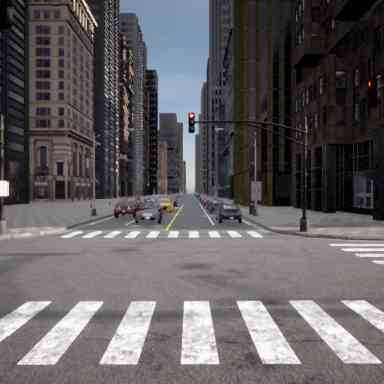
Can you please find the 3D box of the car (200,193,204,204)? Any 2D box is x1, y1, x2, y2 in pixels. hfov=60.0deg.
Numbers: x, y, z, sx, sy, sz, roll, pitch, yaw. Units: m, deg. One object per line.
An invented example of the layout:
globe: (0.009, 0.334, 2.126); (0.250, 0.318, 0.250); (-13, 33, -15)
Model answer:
car: (2.724, 1.449, 53.323); (1.967, 1.590, 4.097); (0, 0, 0)

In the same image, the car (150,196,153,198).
car: (-5.790, 1.444, 36.387); (1.967, 1.590, 4.097); (0, 0, 0)

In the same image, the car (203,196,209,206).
car: (2.732, 1.550, 42.042); (1.887, 1.381, 4.507); (0, 0, 0)

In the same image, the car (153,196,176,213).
car: (-3.124, 1.481, 37.050); (1.882, 1.535, 5.008); (0, 0, 0)

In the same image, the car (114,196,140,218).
car: (-5.786, 1.317, 30.746); (2.192, 1.841, 5.009); (0, 0, 0)

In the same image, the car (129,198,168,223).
car: (-3.169, 1.493, 25.188); (2.128, 1.511, 4.902); (0, 0, -3)

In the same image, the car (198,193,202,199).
car: (2.716, 1.456, 64.604); (1.967, 1.590, 4.097); (0, 0, 0)

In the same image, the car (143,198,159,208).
car: (-5.797, 1.589, 47.668); (1.802, 1.307, 4.206); (0, 0, 0)

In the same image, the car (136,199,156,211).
car: (-5.793, 1.571, 42.028); (1.947, 1.339, 4.313); (0, 0, 0)

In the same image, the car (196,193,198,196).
car: (2.701, 1.561, 87.337); (1.752, 1.417, 4.829); (0, 0, 0)

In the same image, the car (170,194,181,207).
car: (-3.107, 1.512, 50.358); (1.837, 1.490, 4.892); (0, 0, 0)

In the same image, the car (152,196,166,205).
car: (-5.805, 1.452, 58.949); (1.967, 1.590, 4.097); (0, 0, 0)

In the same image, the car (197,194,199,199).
car: (2.709, 1.569, 75.885); (1.887, 1.381, 4.507); (0, 0, 0)

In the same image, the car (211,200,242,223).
car: (2.743, 1.552, 25.120); (2.008, 1.369, 4.403); (0, 0, 0)

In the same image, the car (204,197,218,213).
car: (2.736, 1.554, 36.402); (2.008, 1.369, 4.403); (0, 0, 0)

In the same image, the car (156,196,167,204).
car: (-5.809, 1.541, 64.420); (1.752, 1.417, 4.829); (0, 0, 0)
